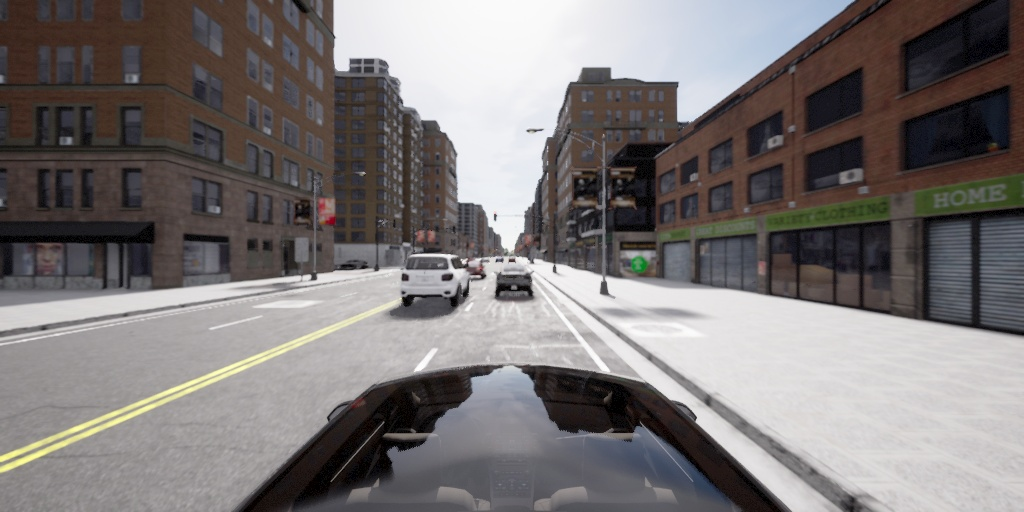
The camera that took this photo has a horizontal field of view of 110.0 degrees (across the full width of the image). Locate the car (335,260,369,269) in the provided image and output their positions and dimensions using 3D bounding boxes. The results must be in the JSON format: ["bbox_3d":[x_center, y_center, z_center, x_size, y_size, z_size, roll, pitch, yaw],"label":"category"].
[{"bbox_3d":[-22.159,1.150,49.768,4.313,1.339,1.948,0,0,0],"label":"car"}]

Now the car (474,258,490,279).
[{"bbox_3d":[-3.214,1.162,30.599,1.812,1.442,4.674,0,0,0],"label":"car"}]

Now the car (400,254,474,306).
[{"bbox_3d":[-3.151,0.918,15.608,2.150,2.045,5.566,0,0,0],"label":"car"}]

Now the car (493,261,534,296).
[{"bbox_3d":[0.098,1.187,18.849,1.837,1.490,4.892,0,0,0],"label":"car"}]
